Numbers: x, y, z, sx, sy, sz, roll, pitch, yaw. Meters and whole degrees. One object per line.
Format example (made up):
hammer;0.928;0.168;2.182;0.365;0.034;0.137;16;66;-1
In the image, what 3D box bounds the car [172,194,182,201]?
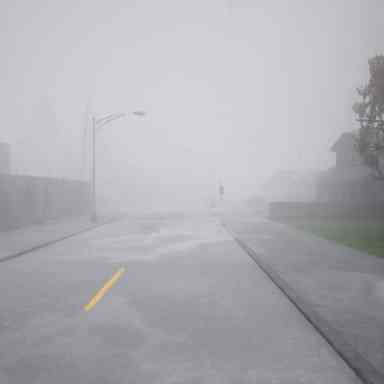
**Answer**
car;-4.000;1.427;89.092;2.150;2.045;5.566;0;0;0
